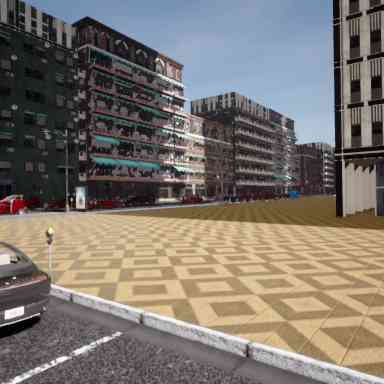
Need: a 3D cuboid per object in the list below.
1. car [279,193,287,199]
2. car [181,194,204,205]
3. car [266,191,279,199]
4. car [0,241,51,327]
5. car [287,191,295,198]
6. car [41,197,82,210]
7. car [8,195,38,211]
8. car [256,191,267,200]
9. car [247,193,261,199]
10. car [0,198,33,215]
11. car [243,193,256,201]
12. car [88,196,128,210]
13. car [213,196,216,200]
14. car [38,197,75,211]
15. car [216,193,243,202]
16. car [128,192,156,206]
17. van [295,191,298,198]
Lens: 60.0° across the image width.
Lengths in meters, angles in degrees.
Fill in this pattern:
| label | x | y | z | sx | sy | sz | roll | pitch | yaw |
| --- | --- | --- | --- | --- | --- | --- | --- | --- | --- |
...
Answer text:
| label | x | y | z | sx | sy | sz | roll | pitch | yaw |
| --- | --- | --- | --- | --- | --- | --- | --- | --- | --- |
| car | 19.674 | 0.938 | 77.133 | 2.008 | 1.369 | 4.403 | -1 | 0 | 36 |
| car | 0.158 | 1.062 | 50.317 | 1.967 | 1.590 | 4.097 | -1 | 0 | 36 |
| car | 16.419 | 0.740 | 72.664 | 2.192 | 1.841 | 5.009 | -1 | 0 | 36 |
| car | -4.392 | 1.553 | 6.199 | 4.403 | 1.369 | 2.008 | 0 | -1 | 36 |
| car | 22.927 | 0.932 | 81.603 | 1.802 | 1.307 | 4.206 | -1 | 0 | 36 |
| car | -16.372 | 1.415 | 41.842 | 1.887 | 1.381 | 4.507 | -1 | 0 | 36 |
| car | -19.627 | 1.228 | 37.372 | 2.192 | 1.841 | 5.009 | -1 | 0 | 36 |
| car | 13.169 | 1.046 | 68.194 | 1.802 | 1.307 | 4.206 | -1 | 0 | 36 |
| car | 16.152 | 1.040 | 86.534 | 1.947 | 1.339 | 4.313 | -1 | 0 | 36 |
| car | -16.102 | 1.413 | 27.970 | 1.802 | 1.307 | 4.206 | -1 | 0 | 36 |
| car | 9.917 | 1.048 | 63.725 | 1.887 | 1.381 | 4.507 | -1 | 0 | 36 |
| car | -9.598 | 1.186 | 36.909 | 1.967 | 1.590 | 4.097 | -1 | 0 | 36 |
| car | 6.393 | 1.028 | 73.126 | 1.967 | 1.590 | 4.097 | -1 | 0 | 36 |
| car | -15.101 | 1.368 | 39.199 | 1.812 | 1.442 | 4.674 | -1 | 0 | 36 |
| car | 6.664 | 1.093 | 59.256 | 2.008 | 1.369 | 4.403 | -1 | 0 | 36 |
| car | -7.783 | 0.968 | 49.241 | 2.150 | 2.045 | 5.566 | -1 | 0 | 36 |
| van | 26.177 | 0.654 | 86.072 | 1.690 | 1.788 | 3.998 | -1 | 0 | 36 |
